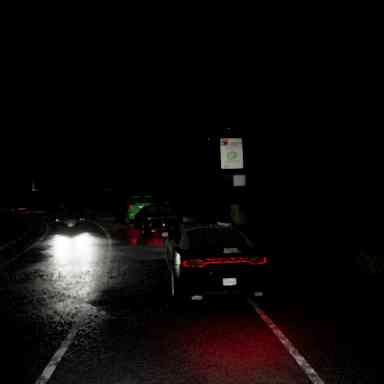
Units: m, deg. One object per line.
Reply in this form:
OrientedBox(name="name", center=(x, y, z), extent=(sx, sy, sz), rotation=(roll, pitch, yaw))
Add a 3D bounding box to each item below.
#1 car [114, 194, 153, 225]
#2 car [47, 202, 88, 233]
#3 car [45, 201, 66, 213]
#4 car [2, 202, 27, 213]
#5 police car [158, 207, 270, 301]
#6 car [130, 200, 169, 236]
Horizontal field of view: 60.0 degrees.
OrientedBox(name="car", center=(-4.261, 1.213, 24.490), extent=(2.150, 2.045, 5.566), rotation=(-2, 0, -23))
OrientedBox(name="car", center=(-7.735, 1.613, 20.942), extent=(2.128, 1.511, 4.902), rotation=(-2, 0, -22))
OrientedBox(name="car", center=(-17.047, 1.862, 42.283), extent=(4.902, 1.511, 2.128), rotation=(-2, 2, 45))
OrientedBox(name="car", center=(-27.556, 2.352, 51.564), extent=(4.892, 1.490, 1.837), rotation=(-3, 2, 34))
OrientedBox(name="police car", center=(0.296, 1.403, 8.525), extent=(1.930, 1.638, 5.238), rotation=(-1, 0, -8))
OrientedBox(name="car", center=(-2.051, 1.449, 18.592), extent=(1.882, 1.535, 5.008), rotation=(-2, 0, -18))
